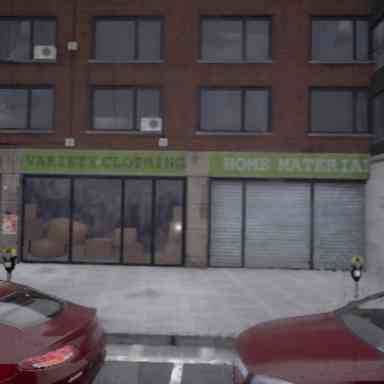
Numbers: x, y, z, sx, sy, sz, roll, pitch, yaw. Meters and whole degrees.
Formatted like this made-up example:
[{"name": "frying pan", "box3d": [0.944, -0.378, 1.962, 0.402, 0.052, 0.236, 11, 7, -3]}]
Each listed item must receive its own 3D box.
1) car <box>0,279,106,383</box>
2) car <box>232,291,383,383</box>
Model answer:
[{"name": "car", "box3d": [-3.113, 1.648, 3.720, 4.206, 1.307, 1.802, 1, -2, 2]}, {"name": "car", "box3d": [2.542, 1.739, 3.495, 4.206, 1.307, 1.802, 1, -2, 2]}]
